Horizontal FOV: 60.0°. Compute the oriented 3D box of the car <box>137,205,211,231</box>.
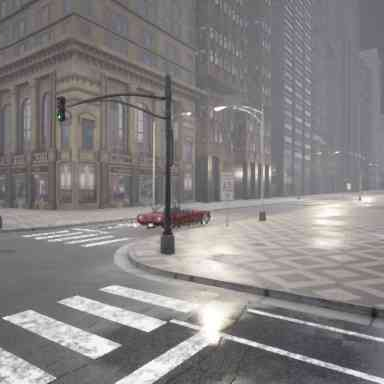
[{"bbox_3d":[-0.835,1.377,18.941,1.895,1.301,4.718,0,1,36],"label":"car"}]
